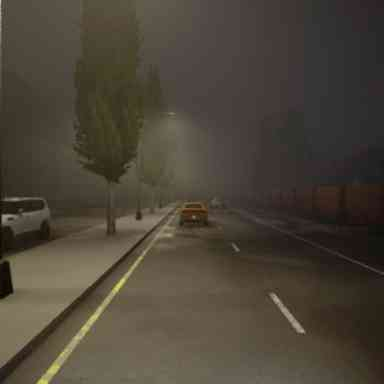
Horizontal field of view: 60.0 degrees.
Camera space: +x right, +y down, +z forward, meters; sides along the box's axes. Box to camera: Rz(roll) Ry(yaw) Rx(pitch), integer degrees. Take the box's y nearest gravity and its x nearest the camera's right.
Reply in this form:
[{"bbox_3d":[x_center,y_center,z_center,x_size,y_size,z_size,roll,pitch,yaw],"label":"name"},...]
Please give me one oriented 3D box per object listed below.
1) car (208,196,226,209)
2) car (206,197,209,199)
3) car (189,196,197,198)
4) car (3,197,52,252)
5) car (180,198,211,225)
[{"bbox_3d":[3.627,1.546,46.220,1.812,1.442,4.674,0,0,0],"label":"car"},{"bbox_3d":[3.623,1.554,63.698,1.812,1.442,4.674,0,0,0],"label":"car"},{"bbox_3d":[0.135,1.503,58.857,1.882,1.535,5.008,0,0,0],"label":"car"},{"bbox_3d":[-8.007,1.233,14.242,2.150,2.045,5.566,0,0,0],"label":"car"},{"bbox_3d":[0.114,1.488,24.318,1.882,1.535,5.008,0,0,0],"label":"car"}]
